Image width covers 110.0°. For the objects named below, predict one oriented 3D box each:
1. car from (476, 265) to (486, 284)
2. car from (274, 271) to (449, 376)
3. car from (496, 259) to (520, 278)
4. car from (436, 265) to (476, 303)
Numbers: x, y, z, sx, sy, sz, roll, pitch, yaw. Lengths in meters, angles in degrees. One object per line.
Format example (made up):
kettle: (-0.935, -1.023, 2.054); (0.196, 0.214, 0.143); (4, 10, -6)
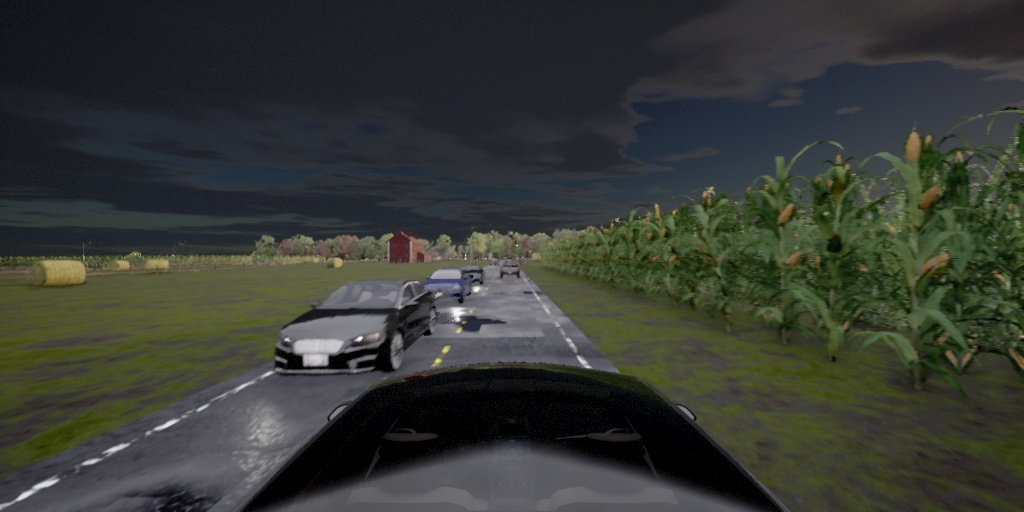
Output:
car: (-3.034, 1.345, 26.825); (1.994, 1.385, 4.181); (0, 0, 0)
car: (-2.887, 1.257, 7.685); (2.128, 1.511, 4.902); (0, 0, -1)
car: (-0.188, 1.269, 34.168); (2.128, 1.511, 4.902); (0, 0, 0)
car: (-2.970, 1.298, 16.914); (1.812, 1.442, 4.674); (0, 0, 0)
